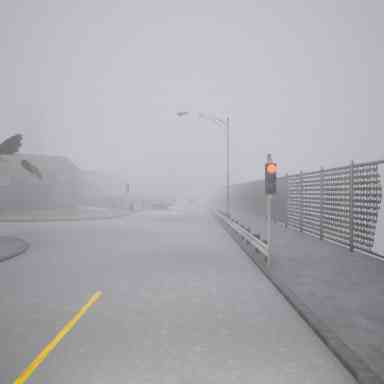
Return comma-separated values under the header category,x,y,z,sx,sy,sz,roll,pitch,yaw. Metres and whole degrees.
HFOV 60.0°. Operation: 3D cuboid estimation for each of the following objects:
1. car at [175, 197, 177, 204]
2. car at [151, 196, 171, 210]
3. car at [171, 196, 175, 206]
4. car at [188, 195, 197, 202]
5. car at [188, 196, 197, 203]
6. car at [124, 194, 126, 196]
category,x,y,z,sx,sy,sz,roll,pitch,yaw
car,-4.019,1.547,66.043,2.033,1.411,5.357,0,0,1
car,-4.089,1.478,42.824,1.882,1.535,5.008,0,0,0
car,-4.079,1.505,52.542,1.837,1.490,4.892,0,0,0
car,0.017,1.540,78.674,2.033,1.411,5.357,0,0,0
car,0.120,1.547,68.045,2.033,1.411,5.357,0,0,-1
car,-17.260,1.134,78.260,3.633,1.501,1.845,0,0,0
